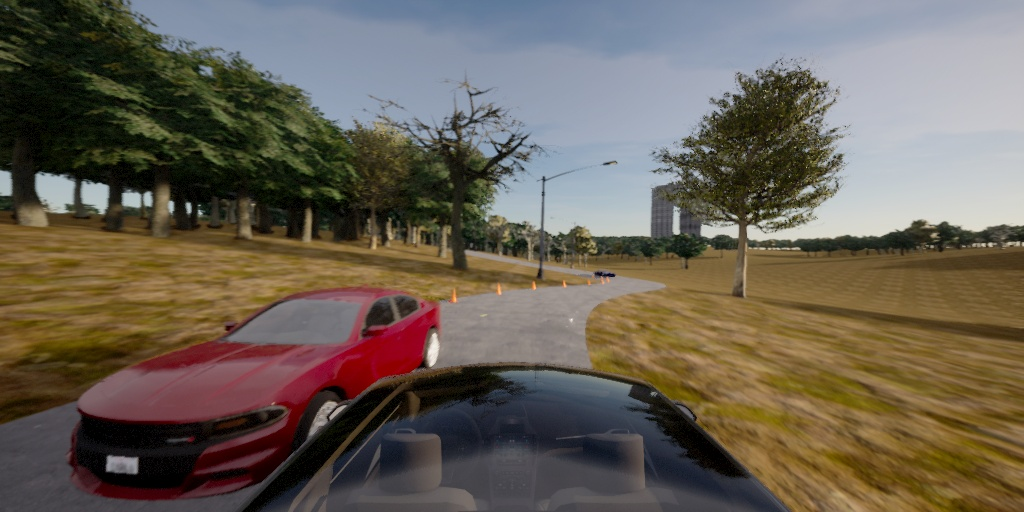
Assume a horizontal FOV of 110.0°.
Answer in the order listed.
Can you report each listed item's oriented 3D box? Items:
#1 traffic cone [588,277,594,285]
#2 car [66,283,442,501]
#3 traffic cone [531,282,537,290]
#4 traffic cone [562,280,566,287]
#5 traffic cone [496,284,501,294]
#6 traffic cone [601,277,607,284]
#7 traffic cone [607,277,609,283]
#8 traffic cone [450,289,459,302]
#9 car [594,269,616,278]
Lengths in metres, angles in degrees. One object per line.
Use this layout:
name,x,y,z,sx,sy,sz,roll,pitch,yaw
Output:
traffic cone,7.398,2.534,34.511,0.340,0.580,0.340,0,0,34
car,-2.459,1.200,4.981,1.882,1.535,5.008,1,0,6
traffic cone,1.582,2.152,26.122,0.340,0.580,0.340,0,0,30
traffic cone,4.438,2.342,30.562,0.340,0.580,0.340,0,0,36
traffic cone,-0.796,1.969,21.409,0.340,0.580,0.340,0,0,24
traffic cone,9.719,2.718,38.488,0.340,0.580,0.340,0,0,26
traffic cone,11.446,2.893,42.760,0.340,0.580,0.340,0,0,18
traffic cone,-2.671,1.815,16.473,0.340,0.580,0.340,0,0,18
car,14.809,2.816,57.134,1.895,1.301,4.718,1,1,-9
